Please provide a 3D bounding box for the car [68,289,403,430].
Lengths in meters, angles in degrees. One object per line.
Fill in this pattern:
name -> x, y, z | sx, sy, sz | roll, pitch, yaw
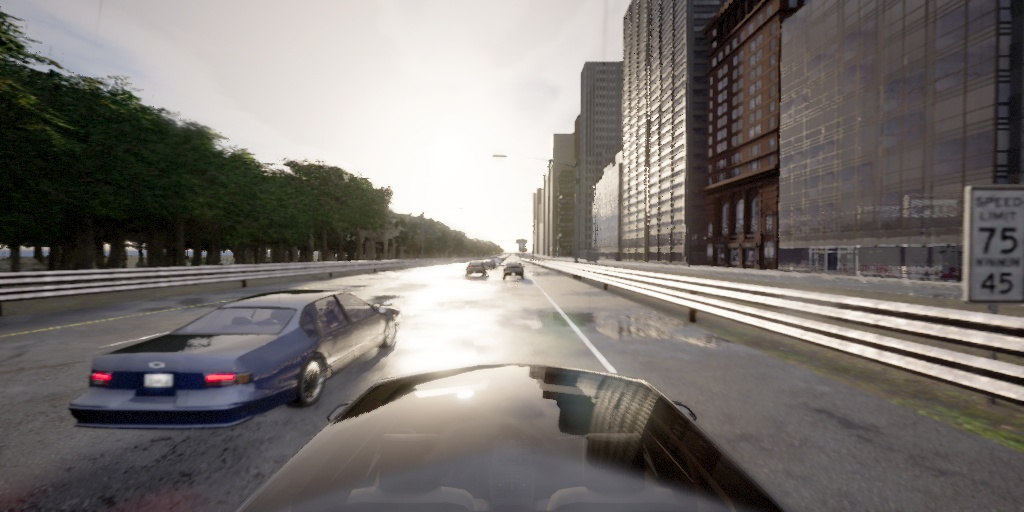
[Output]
car -> -3.499, 1.278, 6.064 | 2.033, 1.411, 5.357 | 0, 0, 0

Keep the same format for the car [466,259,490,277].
car -> -3.487, 1.235, 35.739 | 1.837, 1.490, 4.892 | 0, 0, 0

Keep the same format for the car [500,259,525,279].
car -> 0.123, 1.253, 32.708 | 1.837, 1.490, 4.892 | 0, 0, 0

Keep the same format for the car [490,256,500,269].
car -> -3.537, 1.246, 57.734 | 2.128, 1.511, 4.902 | 0, 0, 0
